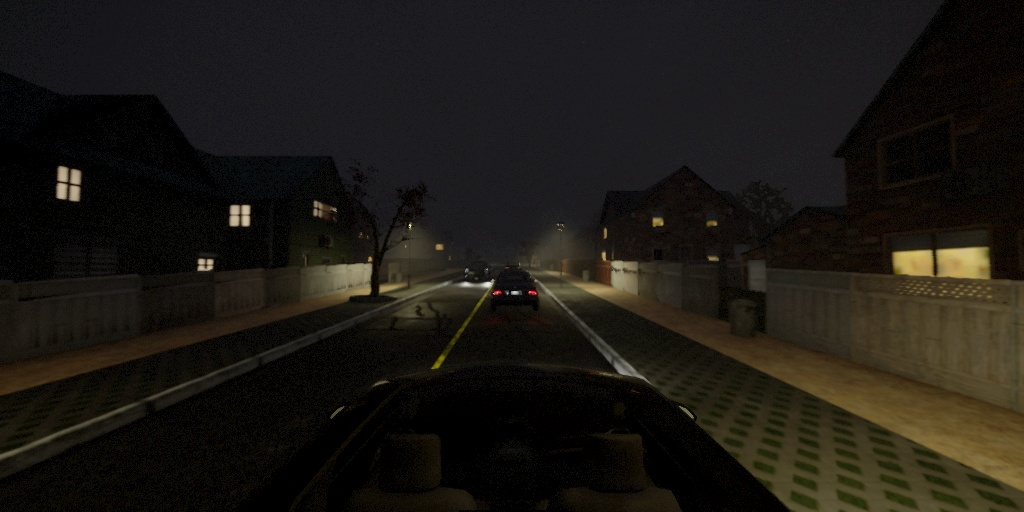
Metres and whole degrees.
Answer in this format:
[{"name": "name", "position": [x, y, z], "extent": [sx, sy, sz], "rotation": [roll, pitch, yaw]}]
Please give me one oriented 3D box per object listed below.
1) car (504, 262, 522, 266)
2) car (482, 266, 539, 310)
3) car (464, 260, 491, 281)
[{"name": "car", "position": [0.102, 1.318, 35.322], "extent": [2.128, 1.511, 4.902], "rotation": [0, 0, 0]}, {"name": "car", "position": [0.101, 1.319, 14.836], "extent": [2.033, 1.411, 5.357], "rotation": [0, 0, 0]}, {"name": "car", "position": [-2.748, 1.160, 30.034], "extent": [2.097, 1.767, 4.553], "rotation": [0, 0, 0]}]
